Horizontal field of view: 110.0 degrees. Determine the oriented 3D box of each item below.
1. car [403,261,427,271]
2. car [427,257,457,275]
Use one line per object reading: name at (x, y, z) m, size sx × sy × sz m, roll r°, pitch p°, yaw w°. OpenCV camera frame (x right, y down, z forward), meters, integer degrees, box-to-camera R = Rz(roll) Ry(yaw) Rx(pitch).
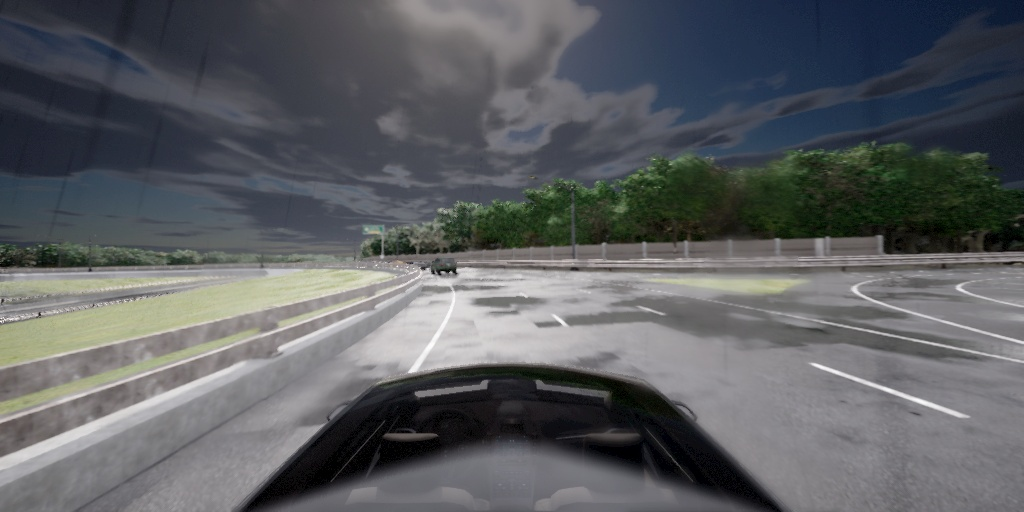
car at (-14.915, 1.577, 55.759) m, size 1.837 × 1.490 × 4.892 m, roll -1°, pitch 0°, yaw -32°
car at (-8.075, 1.151, 42.302) m, size 2.150 × 2.045 × 5.566 m, roll -1°, pitch 0°, yaw -23°
